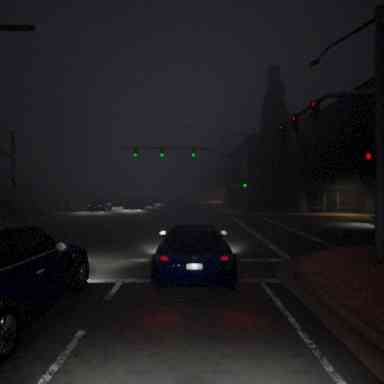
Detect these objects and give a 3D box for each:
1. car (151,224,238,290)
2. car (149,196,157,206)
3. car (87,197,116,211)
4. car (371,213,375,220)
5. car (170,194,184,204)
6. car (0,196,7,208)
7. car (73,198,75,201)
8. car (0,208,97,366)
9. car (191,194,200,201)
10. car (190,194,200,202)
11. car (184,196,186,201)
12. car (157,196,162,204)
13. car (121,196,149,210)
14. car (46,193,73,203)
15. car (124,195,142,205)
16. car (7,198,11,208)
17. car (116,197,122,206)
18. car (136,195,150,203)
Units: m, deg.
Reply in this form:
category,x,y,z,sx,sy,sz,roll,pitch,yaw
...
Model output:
category,x,y,z,sx,sy,sz,roll,pitch,yaw
car,0.044,1.547,9.067,1.994,1.385,4.181,0,0,0
car,-6.958,1.427,50.944,1.812,1.442,4.674,0,0,2
car,-10.731,1.430,38.974,1.837,1.490,4.892,0,0,1
car,15.243,1.503,22.537,5.357,1.411,2.033,0,0,0
car,-3.010,1.445,61.206,1.994,1.385,4.181,0,0,2
car,-24.966,1.078,39.228,4.605,1.855,1.932,0,0,0
car,-24.919,1.271,64.642,3.806,1.475,1.970,0,0,0
car,-3.442,1.341,5.913,2.097,1.767,4.553,0,0,0
car,0.869,1.242,79.361,1.882,1.535,5.008,0,0,2
car,0.589,1.411,68.717,2.033,1.411,5.357,0,0,2
car,-2.633,1.347,79.308,1.837,1.490,4.892,0,0,2
car,-6.671,1.446,60.858,1.994,1.385,4.181,0,0,1
car,-7.166,1.482,42.183,1.994,1.385,4.181,0,0,2
car,-24.932,1.037,61.746,3.866,1.878,1.905,0,0,0
car,-10.265,1.380,57.819,2.128,1.511,4.902,0,0,2
car,-24.910,1.075,42.122,3.866,1.878,1.905,0,0,0
car,-10.523,1.471,47.883,1.994,1.385,4.181,0,0,4
car,-9.938,1.429,67.861,1.994,1.385,4.181,0,0,2
